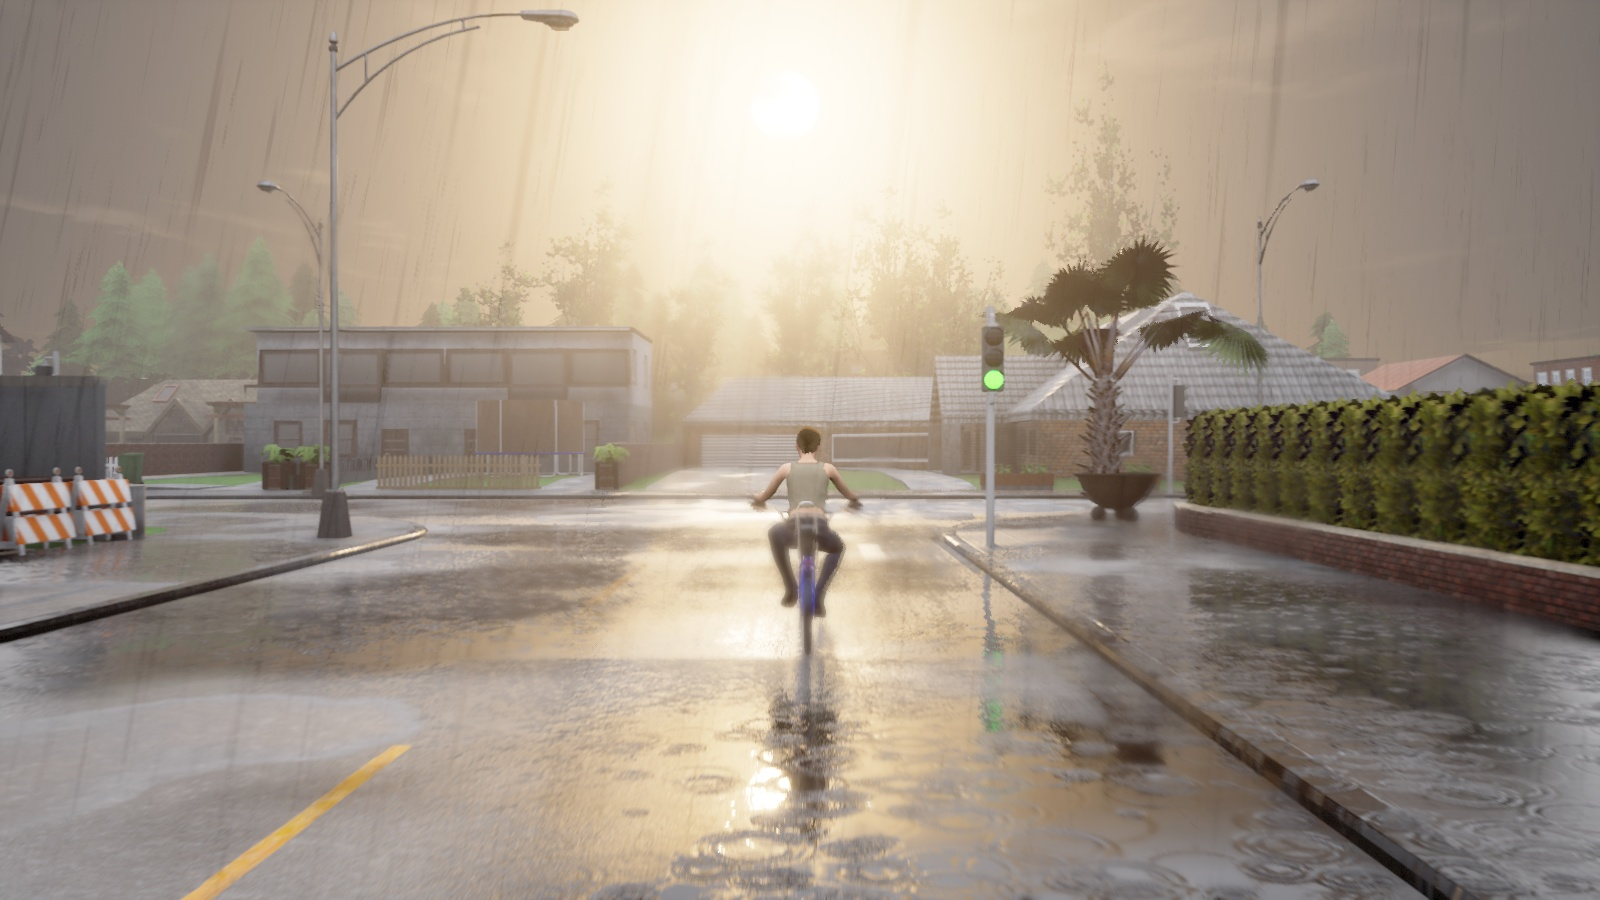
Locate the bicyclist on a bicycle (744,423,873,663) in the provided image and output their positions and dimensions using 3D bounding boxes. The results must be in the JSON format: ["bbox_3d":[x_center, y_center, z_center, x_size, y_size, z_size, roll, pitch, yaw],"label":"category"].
[{"bbox_3d":[0.054,0.632,9.197,0.866,1.612,1.509,0,0,0],"label":"bicyclist on a bicycle"}]
